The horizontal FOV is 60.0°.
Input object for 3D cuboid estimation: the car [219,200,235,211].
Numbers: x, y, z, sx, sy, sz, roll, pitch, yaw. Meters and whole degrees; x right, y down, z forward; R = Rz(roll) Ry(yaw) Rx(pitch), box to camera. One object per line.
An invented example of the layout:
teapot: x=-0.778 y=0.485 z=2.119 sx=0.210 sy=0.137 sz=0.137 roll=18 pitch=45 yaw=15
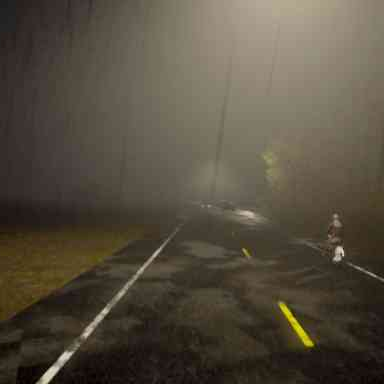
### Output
car: x=5.896 y=2.318 z=54.586 sx=1.994 sy=1.385 sz=4.181 roll=2 pitch=-1 yaw=3

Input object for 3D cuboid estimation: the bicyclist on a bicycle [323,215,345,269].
bicyclist on a bicycle: x=4.837 y=1.656 z=11.408 sx=0.659 sy=1.776 sz=1.843 roll=2 pitch=0 yaw=3

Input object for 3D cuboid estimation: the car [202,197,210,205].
car: x=3.474 y=2.433 z=80.949 sx=1.837 sy=1.490 sz=4.892 roll=2 pitch=-1 yaw=3

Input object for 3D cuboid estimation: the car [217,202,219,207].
car: x=6.612 y=2.486 z=72.827 sx=1.812 sy=1.442 sz=4.674 roll=2 pitch=-1 yaw=3
